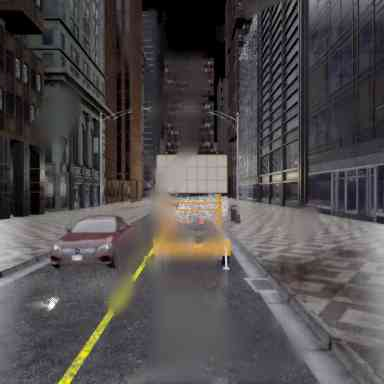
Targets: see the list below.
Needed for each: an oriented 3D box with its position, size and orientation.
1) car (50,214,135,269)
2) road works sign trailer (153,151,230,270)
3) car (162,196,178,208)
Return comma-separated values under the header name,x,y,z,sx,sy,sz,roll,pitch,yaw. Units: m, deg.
name,x,y,z,sx,sy,sz,roll,pitch,yaw
car,-3.107,1.524,11.323,1.812,1.442,4.674,0,0,0
road works sign trailer,-0.002,0.463,11.057,2.380,3.560,2.880,0,0,0
car,-3.035,1.349,47.189,2.097,1.767,4.553,0,0,0
